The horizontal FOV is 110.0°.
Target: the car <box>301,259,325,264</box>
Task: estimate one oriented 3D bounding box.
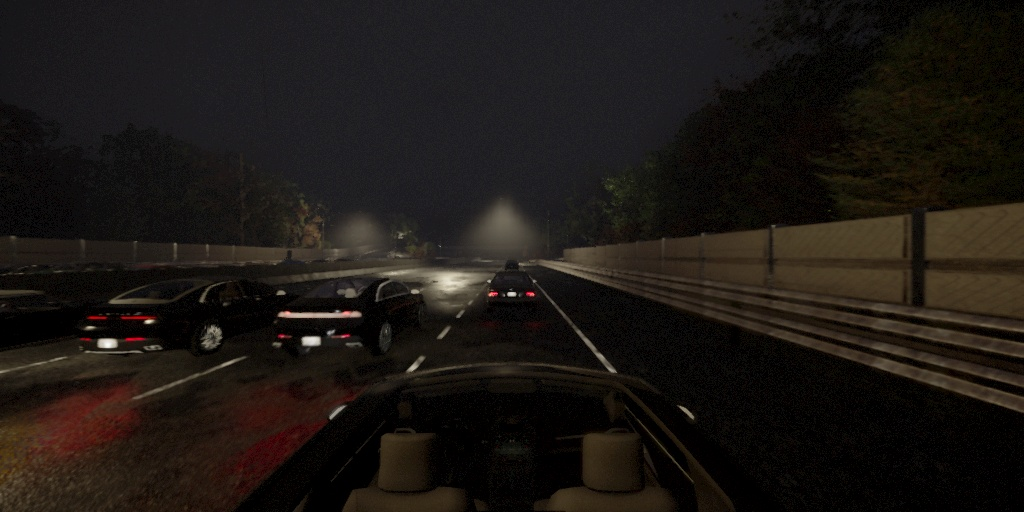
[{"bbox_3d":[-28.035,1.269,52.164,1.837,1.490,4.892,0,3,0],"label":"car"}]

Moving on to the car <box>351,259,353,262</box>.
[{"bbox_3d":[-21.031,1.358,51.993,1.895,1.301,4.718,0,0,0],"label":"car"}]

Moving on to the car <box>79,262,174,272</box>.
[{"bbox_3d":[-21.096,1.254,20.639,1.812,1.442,4.674,0,0,0],"label":"car"}]

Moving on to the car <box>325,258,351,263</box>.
[{"bbox_3d":[-24.533,1.115,51.900,2.097,1.767,4.553,0,-1,0],"label":"car"}]

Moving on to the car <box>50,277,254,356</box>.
[{"bbox_3d":[-6.904,1.245,8.544,1.837,1.490,4.892,0,0,0],"label":"car"}]

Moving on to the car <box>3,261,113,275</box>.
[{"bbox_3d":[-24.601,1.081,20.418,2.097,1.767,4.553,0,0,0],"label":"car"}]

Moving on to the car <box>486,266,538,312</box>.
[{"bbox_3d":[-0.008,1.282,14.086,2.033,1.411,5.357,0,0,0],"label":"car"}]

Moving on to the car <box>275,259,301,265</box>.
[{"bbox_3d":[-31.534,1.219,50.954,1.882,1.535,5.008,0,1,0],"label":"car"}]

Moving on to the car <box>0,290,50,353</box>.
[{"bbox_3d":[-10.402,1.342,7.312,1.895,1.301,4.718,0,0,0],"label":"car"}]

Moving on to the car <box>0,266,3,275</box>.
[{"bbox_3d":[-28.100,1.233,20.493,1.837,1.490,4.892,0,0,0],"label":"car"}]

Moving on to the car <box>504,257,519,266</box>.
[{"bbox_3d":[-0.026,1.222,48.748,1.882,1.535,5.008,0,0,0],"label":"car"}]

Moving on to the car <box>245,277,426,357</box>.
[{"bbox_3d":[-3.404,1.232,8.509,2.128,1.511,4.902,0,0,0],"label":"car"}]

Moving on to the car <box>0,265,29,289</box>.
[{"bbox_3d":[-31.602,1.276,20.033,2.033,1.411,5.357,0,0,0],"label":"car"}]
